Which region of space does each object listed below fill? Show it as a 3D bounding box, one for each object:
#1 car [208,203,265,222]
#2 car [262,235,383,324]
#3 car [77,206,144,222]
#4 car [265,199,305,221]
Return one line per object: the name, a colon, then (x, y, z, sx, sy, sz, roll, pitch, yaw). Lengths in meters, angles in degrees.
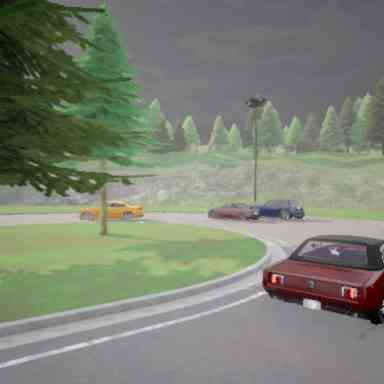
car: (3.296, 1.561, 26.581, 4.181, 1.385, 1.994, 0, 0, 40)
car: (3.466, 1.603, 7.277, 1.895, 1.301, 4.718, 0, 0, 41)
car: (-6.297, 1.464, 25.871, 5.008, 1.535, 1.882, 0, -1, -2)
car: (6.993, 1.353, 27.905, 2.097, 1.767, 4.553, 0, 0, -43)
